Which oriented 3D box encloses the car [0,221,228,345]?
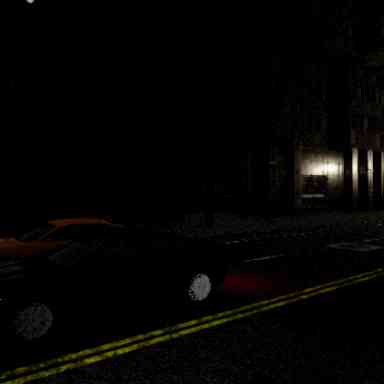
[{"bbox_3d":[-1.555,1.477,6.569,5.008,1.535,1.882,0,0,-36],"label":"car"}]

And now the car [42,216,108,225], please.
[{"bbox_3d":[-3.456,1.478,9.204,5.008,1.535,1.882,0,0,-35],"label":"car"}]
